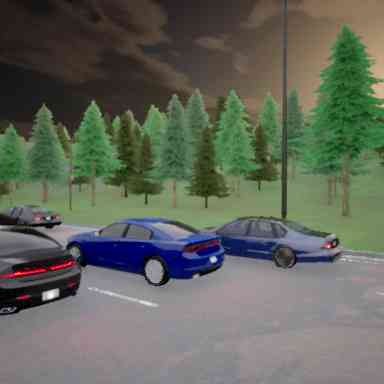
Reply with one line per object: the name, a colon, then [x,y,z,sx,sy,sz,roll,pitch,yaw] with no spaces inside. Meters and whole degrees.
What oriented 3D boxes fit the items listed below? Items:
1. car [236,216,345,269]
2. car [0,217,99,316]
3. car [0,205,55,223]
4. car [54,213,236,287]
car: [2.090,1.530,11.088,5.357,1.411,2.033,0,0,35]
car: [-4.364,1.476,7.058,4.892,1.490,1.837,0,0,36]
car: [-9.881,1.472,19.583,5.357,1.411,2.033,0,0,35]
car: [-1.499,1.452,9.341,5.008,1.535,1.882,0,0,35]
